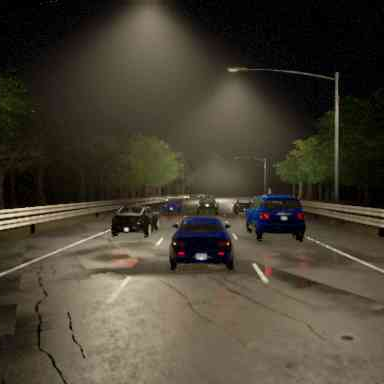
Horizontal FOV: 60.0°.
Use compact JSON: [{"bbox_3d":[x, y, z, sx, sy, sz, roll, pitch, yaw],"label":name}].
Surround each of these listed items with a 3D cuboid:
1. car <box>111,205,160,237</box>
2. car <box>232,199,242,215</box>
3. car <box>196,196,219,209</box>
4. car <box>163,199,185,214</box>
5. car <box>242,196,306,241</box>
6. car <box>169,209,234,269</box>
[{"bbox_3d":[-2.927,1.465,17.798,1.837,1.490,4.892,0,0,2],"label":"car"},{"bbox_3d":[5.119,1.430,33.376,2.128,1.511,4.902,0,0,5],"label":"car"},{"bbox_3d":[1.592,1.287,33.161,2.097,1.767,4.553,0,0,5],"label":"car"},{"bbox_3d":[-1.804,1.454,34.542,1.812,1.442,4.674,0,0,5],"label":"car"},{"bbox_3d":[4.023,1.191,16.770,2.150,2.045,5.566,0,0,3],"label":"car"},{"bbox_3d":[0.311,1.503,10.948,1.812,1.442,4.674,0,0,2],"label":"car"}]
